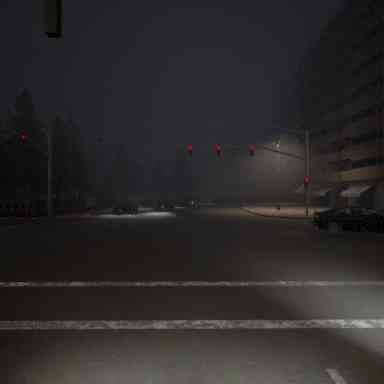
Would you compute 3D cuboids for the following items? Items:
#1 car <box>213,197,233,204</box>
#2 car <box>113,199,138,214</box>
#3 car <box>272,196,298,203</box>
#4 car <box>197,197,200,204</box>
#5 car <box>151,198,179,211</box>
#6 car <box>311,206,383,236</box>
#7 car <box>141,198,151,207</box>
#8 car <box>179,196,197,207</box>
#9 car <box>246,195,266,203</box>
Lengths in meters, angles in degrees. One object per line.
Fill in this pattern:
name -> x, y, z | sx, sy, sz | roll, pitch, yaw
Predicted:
car -> 6.116, 1.598, 65.790 | 1.895, 1.301, 4.718 | 0, 0, 40
car -> -6.955, 1.524, 35.050 | 1.812, 1.442, 4.674 | 0, 0, 2
car -> 18.502, 1.474, 67.553 | 5.008, 1.535, 1.882 | 0, 0, -33
car -> -0.227, 1.486, 62.870 | 2.128, 1.511, 4.902 | 0, 0, 32
car -> -3.219, 1.489, 40.634 | 2.128, 1.511, 4.902 | 0, 0, 4
car -> 8.794, 1.514, 17.361 | 4.902, 1.511, 2.128 | 1, 0, 14
car -> -5.790, 1.598, 48.910 | 1.895, 1.301, 4.718 | 0, 0, 13
car -> -1.338, 1.544, 52.434 | 2.033, 1.411, 5.357 | 0, 0, 18
car -> 13.138, 1.474, 68.040 | 5.008, 1.535, 1.882 | 0, 0, -41
